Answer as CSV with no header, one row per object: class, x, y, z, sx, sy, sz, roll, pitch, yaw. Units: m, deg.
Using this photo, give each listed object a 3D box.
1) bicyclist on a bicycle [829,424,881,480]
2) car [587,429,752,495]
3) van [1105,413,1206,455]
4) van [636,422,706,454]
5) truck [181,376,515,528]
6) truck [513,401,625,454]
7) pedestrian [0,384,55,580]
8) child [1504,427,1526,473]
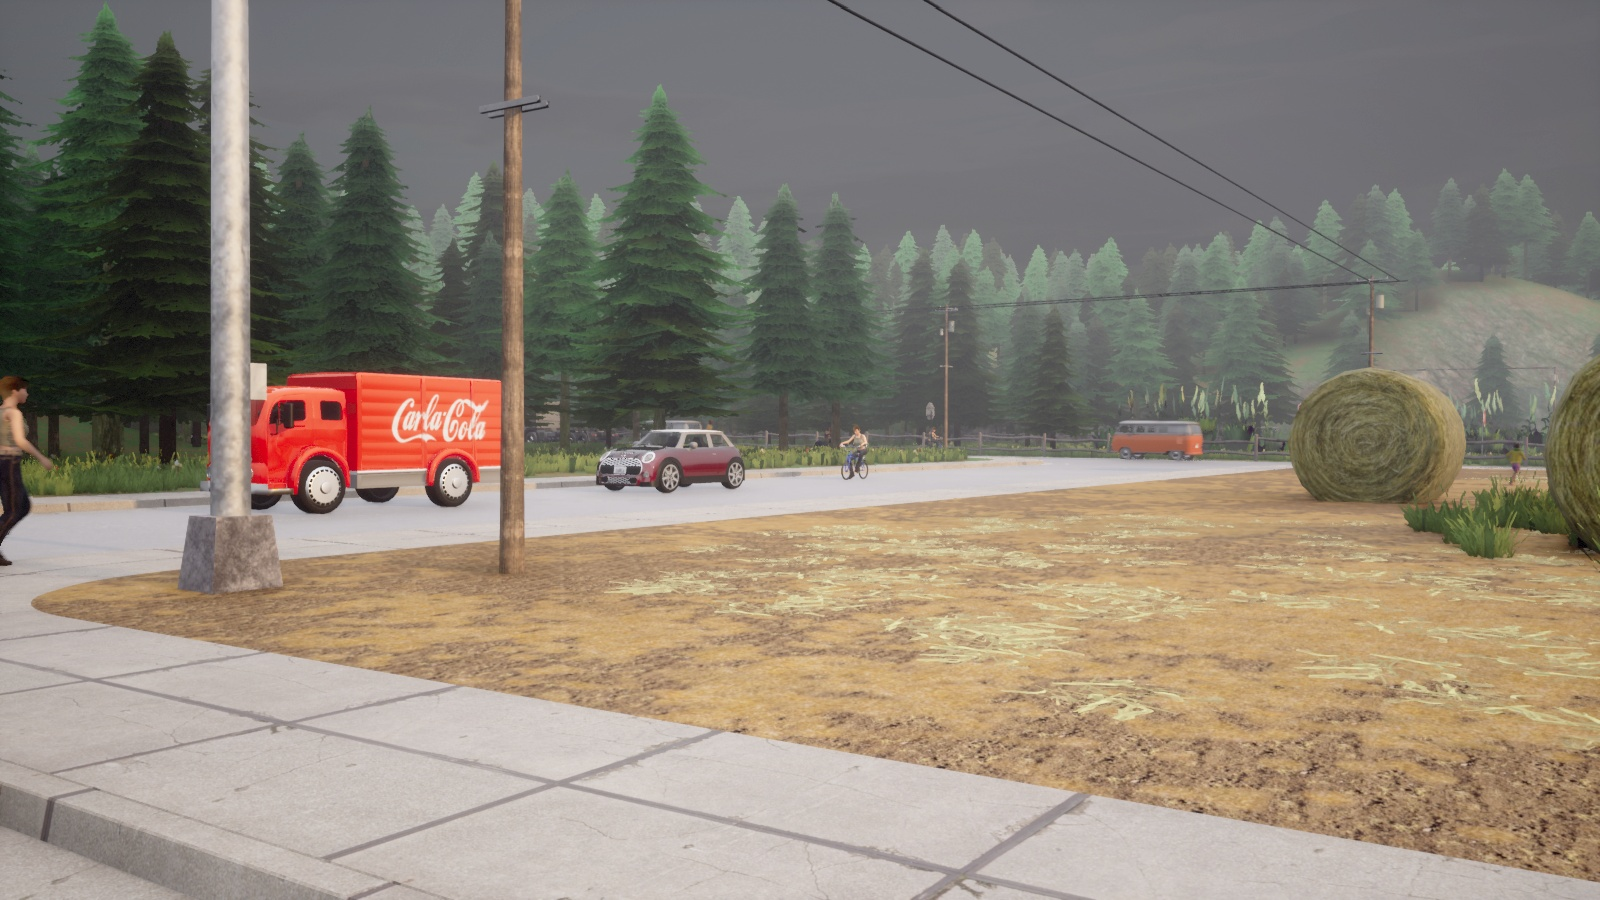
bicyclist on a bicycle,1.640,0.045,37.323,0.866,1.612,1.509,0,1,34
car,-3.096,0.248,30.457,1.970,1.475,3.806,0,1,35
van,17.576,-0.783,62.120,4.442,1.987,1.775,0,1,37
van,-8.392,-0.790,81.490,4.442,1.987,1.775,0,1,36
truck,-8.141,-0.019,23.156,2.627,2.467,5.204,0,1,35
truck,-16.087,-1.525,87.023,7.936,3.462,2.891,0,1,36
pedestrian,-7.495,0.295,11.943,0.345,1.836,0.594,0,1,42
child,18.170,0.005,31.905,0.473,1.160,0.299,-1,1,-30
